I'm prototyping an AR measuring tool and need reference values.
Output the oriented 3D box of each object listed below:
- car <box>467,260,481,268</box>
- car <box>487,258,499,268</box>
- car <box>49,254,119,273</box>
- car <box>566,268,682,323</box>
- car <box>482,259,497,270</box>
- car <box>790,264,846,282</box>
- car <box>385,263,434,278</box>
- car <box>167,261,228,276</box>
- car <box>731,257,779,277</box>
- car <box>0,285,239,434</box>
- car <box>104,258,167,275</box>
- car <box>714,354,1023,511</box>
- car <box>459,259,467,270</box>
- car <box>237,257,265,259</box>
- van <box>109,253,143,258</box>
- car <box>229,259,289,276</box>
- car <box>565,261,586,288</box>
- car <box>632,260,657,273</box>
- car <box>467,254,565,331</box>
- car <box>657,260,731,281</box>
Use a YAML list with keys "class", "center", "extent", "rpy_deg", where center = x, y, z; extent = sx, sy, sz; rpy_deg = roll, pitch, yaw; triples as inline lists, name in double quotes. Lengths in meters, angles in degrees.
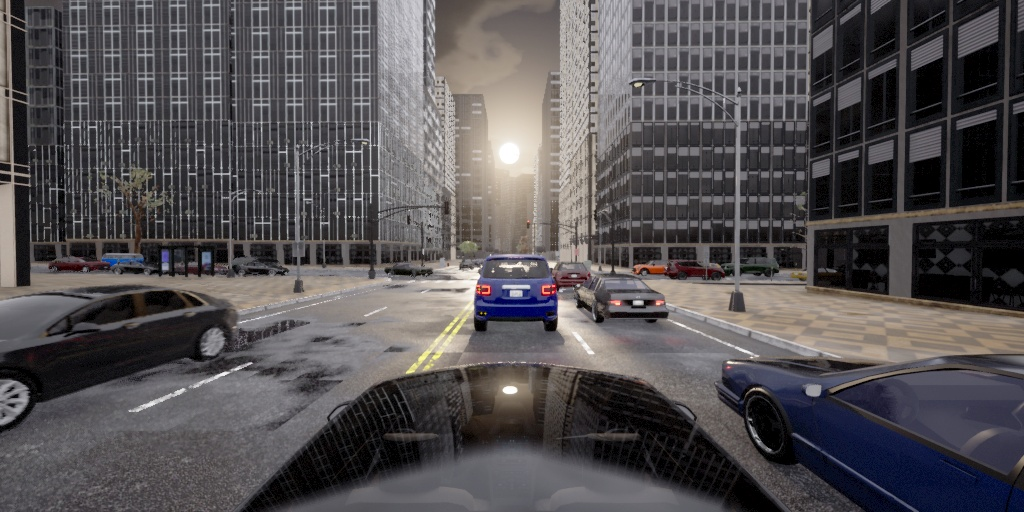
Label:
- class: "car"
  center: [-6.551, 1.301, 62.824]
  extent: [1.895, 1.301, 4.718]
  rpy_deg: [0, 0, 0]
- class: "car"
  center: [-3.299, 1.178, 63.024]
  extent: [1.882, 1.535, 5.008]
  rpy_deg: [0, 0, 0]
- class: "car"
  center: [-42.993, 0.855, 35.790]
  extent: [5.008, 1.535, 1.882]
  rpy_deg: [0, 1, 1]
- class: "car"
  center: [3.354, 1.292, 12.054]
  extent: [2.033, 1.411, 5.357]
  rpy_deg: [0, 0, 0]
- class: "car"
  center: [-3.319, 1.189, 53.411]
  extent: [1.882, 1.535, 5.008]
  rpy_deg: [0, 0, 0]
- class: "car"
  center: [27.651, 1.577, 31.908]
  extent: [4.829, 1.417, 1.751]
  rpy_deg: [0, 0, 1]
- class: "car"
  center: [-9.438, 1.314, 33.083]
  extent: [4.718, 1.301, 1.895]
  rpy_deg: [1, 1, 32]
- class: "car"
  center: [-28.406, 1.136, 32.784]
  extent: [4.207, 1.307, 1.802]
  rpy_deg: [0, 0, 1]
- class: "car"
  center: [24.900, 1.156, 37.730]
  extent: [5.566, 2.045, 2.150]
  rpy_deg: [1, 1, 1]
- class: "car"
  center: [-6.599, 1.255, 5.441]
  extent: [1.837, 1.490, 4.892]
  rpy_deg: [0, 0, 0]
- class: "car"
  center: [-34.087, 1.068, 32.959]
  extent: [4.313, 1.339, 1.948]
  rpy_deg: [0, 0, 1]
- class: "car"
  center: [3.351, 1.297, 1.874]
  extent: [2.033, 1.411, 5.357]
  rpy_deg: [0, 0, 1]
- class: "car"
  center: [-6.585, 1.218, 52.521]
  extent: [1.837, 1.490, 4.892]
  rpy_deg: [0, 0, -1]
- class: "car"
  center: [-25.149, 0.892, 35.406]
  extent: [4.553, 1.767, 2.097]
  rpy_deg: [1, 1, 1]
- class: "van"
  center: [-45.275, 0.603, 41.624]
  extent: [3.998, 1.789, 1.690]
  rpy_deg: [0, 0, 1]
- class: "car"
  center: [-22.722, 1.172, 32.649]
  extent: [4.313, 1.339, 1.948]
  rpy_deg: [0, 0, 1]
- class: "car"
  center: [3.355, 1.091, 21.461]
  extent: [2.097, 1.767, 4.553]
  rpy_deg: [0, 0, 0]
- class: "car"
  center: [15.048, 1.200, 37.882]
  extent: [4.553, 1.767, 2.097]
  rpy_deg: [0, 1, 0]
- class: "car"
  center: [0.100, 0.967, 11.052]
  extent: [2.150, 2.045, 5.566]
  rpy_deg: [0, 0, 0]
- class: "car"
  center: [16.203, 1.267, 32.108]
  extent: [5.009, 1.841, 2.192]
  rpy_deg: [0, 0, 1]
